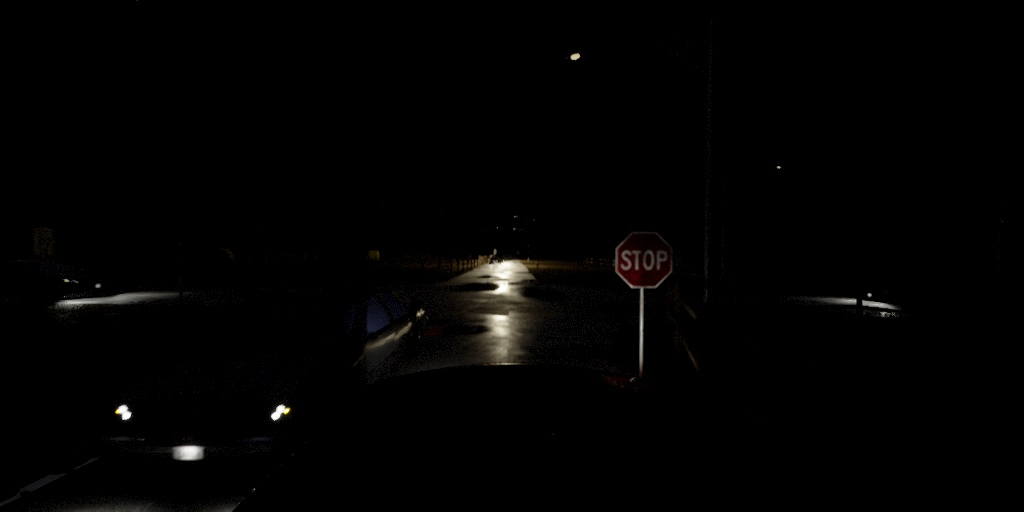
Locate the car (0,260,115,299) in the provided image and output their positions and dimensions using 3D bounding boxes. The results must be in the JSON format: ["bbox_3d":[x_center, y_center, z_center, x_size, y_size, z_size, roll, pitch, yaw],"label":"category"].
[{"bbox_3d":[-19.089,0.886,14.506,4.674,1.442,1.812,1,1,0],"label":"car"}]

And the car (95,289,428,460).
[{"bbox_3d":[-2.749,1.266,5.706,2.033,1.411,5.357,0,0,0],"label":"car"}]

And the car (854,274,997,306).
[{"bbox_3d":[20.292,1.585,17.676,5.357,1.411,2.033,1,1,0],"label":"car"}]

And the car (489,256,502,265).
[{"bbox_3d":[-2.736,0.701,60.107,1.812,1.442,4.674,0,1,0],"label":"car"}]
